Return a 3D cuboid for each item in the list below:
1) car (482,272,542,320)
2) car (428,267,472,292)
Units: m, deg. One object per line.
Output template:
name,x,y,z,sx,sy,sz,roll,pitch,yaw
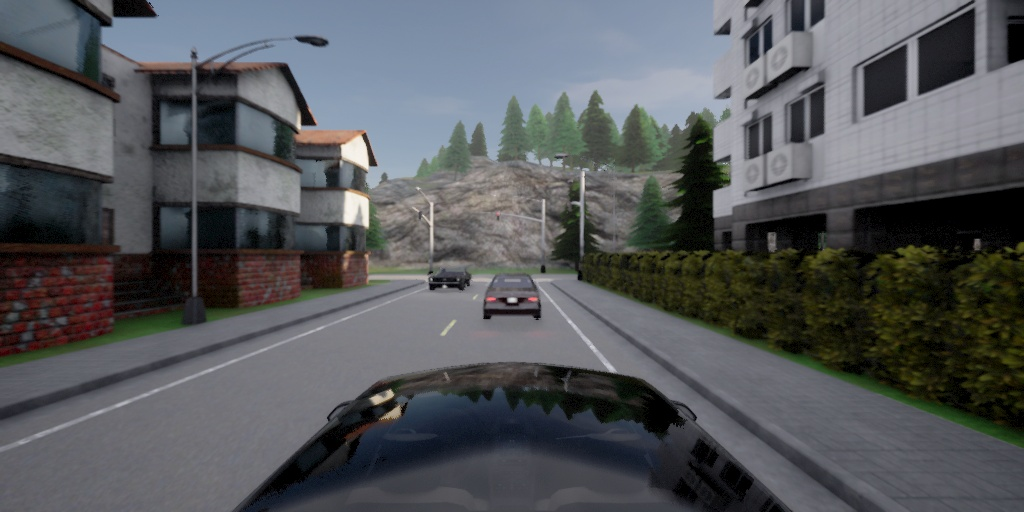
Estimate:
car,0.020,1.275,12.527,2.033,1.411,5.357,0,0,0
car,-3.535,1.310,21.093,1.895,1.301,4.718,0,0,1
